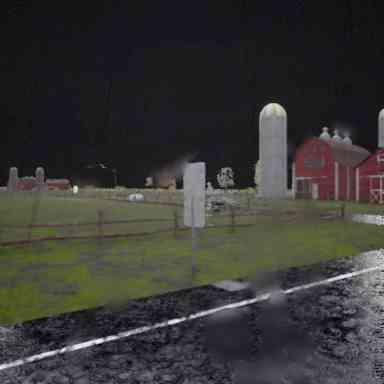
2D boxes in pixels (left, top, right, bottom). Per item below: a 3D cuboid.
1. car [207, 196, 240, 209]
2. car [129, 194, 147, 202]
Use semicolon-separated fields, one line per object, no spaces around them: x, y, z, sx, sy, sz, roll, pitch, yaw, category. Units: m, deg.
3.836;1.288;41.002;1.837;1.490;4.892;0;1;-36;car
-9.748;1.081;59.982;1.812;1.442;4.674;0;1;-35;car
